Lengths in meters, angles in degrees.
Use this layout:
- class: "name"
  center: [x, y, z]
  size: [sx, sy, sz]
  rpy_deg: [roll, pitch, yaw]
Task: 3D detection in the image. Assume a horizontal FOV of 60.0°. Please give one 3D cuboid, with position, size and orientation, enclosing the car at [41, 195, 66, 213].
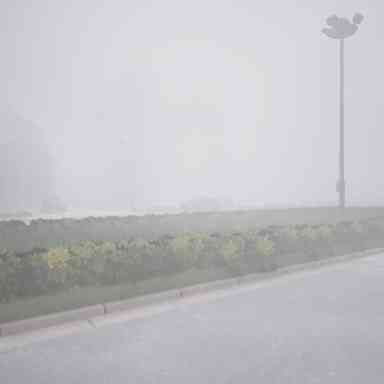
- class: "car"
  center: [-15.340, 1.308, 36.721]
  size: [1.905, 1.878, 3.866]
  rpy_deg: [0, 0, -36]

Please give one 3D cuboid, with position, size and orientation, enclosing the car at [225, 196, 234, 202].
- class: "car"
  center: [4.272, 1.476, 50.908]
  size: [2.242, 1.667, 4.611]
  rpy_deg: [0, 0, -36]

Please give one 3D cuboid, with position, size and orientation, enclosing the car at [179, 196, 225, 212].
- class: "car"
  center: [0.684, 1.306, 31.954]
  size: [1.932, 1.855, 4.605]
  rpy_deg: [0, 0, -36]
